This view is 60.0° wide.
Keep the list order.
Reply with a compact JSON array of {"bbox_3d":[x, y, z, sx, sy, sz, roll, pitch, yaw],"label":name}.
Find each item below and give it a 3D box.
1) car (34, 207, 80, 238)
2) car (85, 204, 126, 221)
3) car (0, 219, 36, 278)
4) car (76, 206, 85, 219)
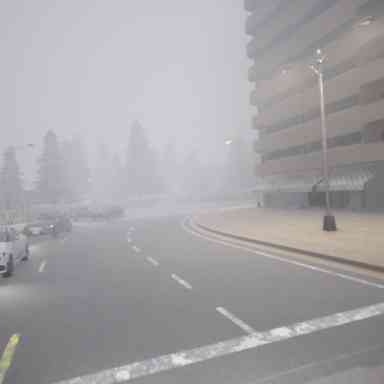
[{"bbox_3d":[-9.079,2.053,21.293,2.128,1.511,4.902,-3,0,-5],"label":"car"},{"bbox_3d":[-8.434,2.020,33.830,1.882,1.535,5.008,-4,0,12],"label":"car"},{"bbox_3d":[-6.786,1.930,11.274,1.812,1.442,4.674,-3,0,-17],"label":"car"},{"bbox_3d":[-11.867,2.258,34.353,1.837,1.490,4.892,-4,0,12],"label":"car"}]
